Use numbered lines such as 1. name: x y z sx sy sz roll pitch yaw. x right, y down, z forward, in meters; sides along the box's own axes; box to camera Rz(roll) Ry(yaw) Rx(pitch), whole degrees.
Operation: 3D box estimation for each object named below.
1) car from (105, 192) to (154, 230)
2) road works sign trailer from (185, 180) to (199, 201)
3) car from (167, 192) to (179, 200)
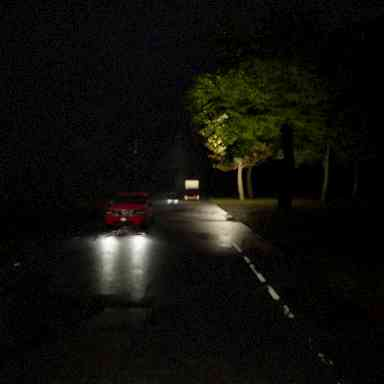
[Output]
1. car: -3.595 1.042 20.186 2.150 2.045 5.566 0 1 0
2. road works sign trailer: 0.016 -0.291 58.723 2.380 3.560 2.880 0 1 0
3. car: -3.522 0.737 61.521 1.994 1.385 4.181 0 2 1
